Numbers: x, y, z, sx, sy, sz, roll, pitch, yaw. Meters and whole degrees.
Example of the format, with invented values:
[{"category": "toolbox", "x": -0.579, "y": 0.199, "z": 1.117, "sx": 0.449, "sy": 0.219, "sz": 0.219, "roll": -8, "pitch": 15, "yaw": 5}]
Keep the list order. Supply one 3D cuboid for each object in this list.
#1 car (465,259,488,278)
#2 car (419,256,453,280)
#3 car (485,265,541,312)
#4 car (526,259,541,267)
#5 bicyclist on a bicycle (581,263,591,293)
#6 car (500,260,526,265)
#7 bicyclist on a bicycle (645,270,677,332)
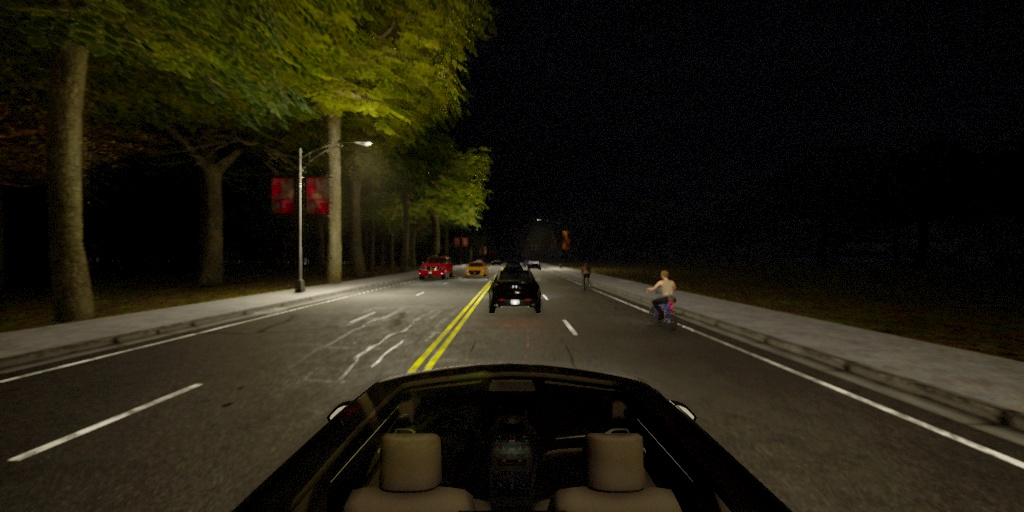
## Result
[{"category": "car", "x": -3.339, "y": 1.260, "z": 34.677, "sx": 1.882, "sy": 1.535, "sz": 5.008, "roll": 0, "pitch": 0, "yaw": 0}, {"category": "car", "x": -6.593, "y": 1.002, "z": 31.751, "sx": 2.150, "sy": 2.045, "sz": 5.566, "roll": 0, "pitch": 0, "yaw": 0}, {"category": "car", "x": 0.102, "y": 1.262, "z": 14.188, "sx": 1.837, "sy": 1.490, "sz": 4.892, "roll": 0, "pitch": 0, "yaw": 0}, {"category": "car", "x": 3.358, "y": 1.421, "z": 55.594, "sx": 1.895, "sy": 1.301, "sz": 4.718, "roll": 0, "pitch": 0, "yaw": 0}, {"category": "bicyclist on a bicycle", "x": 4.146, "y": 1.216, "z": 20.107, "sx": 0.582, "sy": 1.620, "sz": 1.656, "roll": 0, "pitch": 0, "yaw": 0}, {"category": "car", "x": 0.105, "y": 1.305, "z": 32.695, "sx": 1.812, "sy": 1.442, "sz": 4.674, "roll": 0, "pitch": 0, "yaw": 0}, {"category": "bicyclist on a bicycle", "x": 4.167, "y": 1.191, "z": 9.893, "sx": 0.866, "sy": 1.612, "sz": 1.509, "roll": 0, "pitch": 0, "yaw": 0}]
